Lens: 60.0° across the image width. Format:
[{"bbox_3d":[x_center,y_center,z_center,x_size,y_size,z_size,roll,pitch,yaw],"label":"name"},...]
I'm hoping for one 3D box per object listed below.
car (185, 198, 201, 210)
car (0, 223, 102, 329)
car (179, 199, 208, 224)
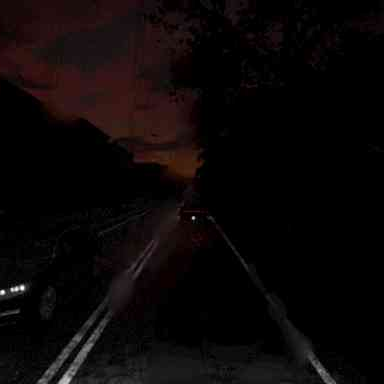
[{"bbox_3d":[0.098,1.475,42.203,1.895,1.301,4.718,0,0,0],"label":"car"},{"bbox_3d":[-3.351,1.473,7.160,2.128,1.511,4.902,0,0,0],"label":"car"},{"bbox_3d":[0.099,1.440,24.465,1.837,1.490,4.892,0,1,0],"label":"car"}]
